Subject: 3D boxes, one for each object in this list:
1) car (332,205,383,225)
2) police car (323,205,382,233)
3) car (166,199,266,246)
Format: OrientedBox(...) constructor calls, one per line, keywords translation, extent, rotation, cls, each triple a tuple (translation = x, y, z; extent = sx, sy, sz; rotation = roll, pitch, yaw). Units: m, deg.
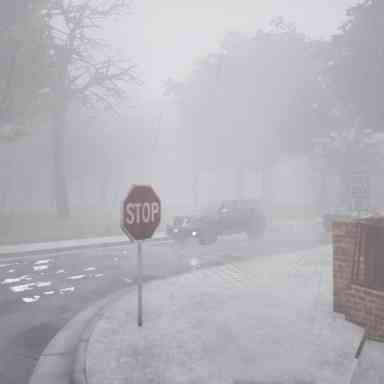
OrientedBox(translation=(13.799, 1.813, 27.394), extent=(5.357, 1.411, 2.033), rotation=(1, -1, -41), cls="car")
OrientedBox(translation=(9.833, 1.586, 20.089), extent=(5.238, 1.638, 1.930), rotation=(1, -1, -42), cls="police car")
OrientedBox(translation=(1.370, 1.351, 16.404), extent=(5.566, 2.045, 2.150), rotation=(1, -1, -42), cls="car")
